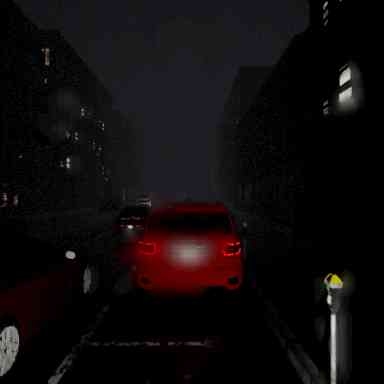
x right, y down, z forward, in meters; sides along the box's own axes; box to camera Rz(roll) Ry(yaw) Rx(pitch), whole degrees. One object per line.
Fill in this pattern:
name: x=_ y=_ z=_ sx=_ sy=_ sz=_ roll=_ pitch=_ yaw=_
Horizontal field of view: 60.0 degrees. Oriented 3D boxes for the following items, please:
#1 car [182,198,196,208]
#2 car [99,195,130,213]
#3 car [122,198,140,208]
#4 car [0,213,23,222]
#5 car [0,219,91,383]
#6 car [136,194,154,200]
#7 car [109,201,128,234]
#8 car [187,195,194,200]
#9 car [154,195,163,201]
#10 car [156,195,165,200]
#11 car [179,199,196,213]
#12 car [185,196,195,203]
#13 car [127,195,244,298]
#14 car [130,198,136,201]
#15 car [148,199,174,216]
car: x=-0.454 y=1.543 z=48.426 sx=1.887 sy=1.381 sz=4.507 roll=0 pitch=0 yaw=0
car: x=-8.833 y=1.314 z=37.157 sx=2.192 sy=1.841 sz=5.009 roll=0 pitch=0 yaw=0
car: x=-8.834 y=1.543 z=48.430 sx=1.887 sy=1.381 sz=4.507 roll=0 pitch=0 yaw=0
car: x=-8.835 y=1.583 z=14.612 sx=1.802 sy=1.307 sz=4.206 roll=0 pitch=0 yaw=0
car: x=-3.146 y=1.478 z=5.406 sx=1.882 sy=1.535 sz=5.008 roll=0 pitch=0 yaw=0
car: x=-6.177 y=1.221 z=45.223 sx=2.150 sy=2.045 sz=5.566 roll=0 pitch=0 yaw=1
car: x=-3.102 y=1.507 z=19.225 sx=1.837 sy=1.490 sz=4.892 roll=0 pitch=0 yaw=1
car: x=-0.452 y=1.513 z=93.685 sx=1.752 sy=1.417 sz=4.829 roll=0 pitch=0 yaw=0
car: x=-8.834 y=1.541 z=87.882 sx=2.008 sy=1.369 sz=4.403 roll=0 pitch=0 yaw=0
car: x=-8.834 y=1.539 z=93.519 sx=2.008 sy=1.369 sz=4.403 roll=0 pitch=0 yaw=0
car: x=-0.454 y=1.525 z=37.323 sx=1.752 sy=1.417 sz=4.829 roll=0 pitch=0 yaw=0
car: x=-0.453 y=1.545 z=70.970 sx=2.008 sy=1.369 sz=4.403 roll=0 pitch=0 yaw=0
car: x=-0.038 y=1.229 z=8.679 sx=2.150 sy=2.045 sz=5.566 roll=0 pitch=0 yaw=0
car: x=-8.834 y=1.439 z=42.793 sx=1.967 sy=1.590 sz=4.097 roll=0 pitch=0 yaw=0
car: x=-3.102 y=1.492 z=34.190 sx=2.128 sy=1.511 sz=4.902 roll=0 pitch=0 yaw=0
